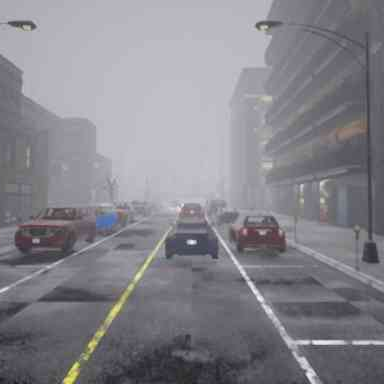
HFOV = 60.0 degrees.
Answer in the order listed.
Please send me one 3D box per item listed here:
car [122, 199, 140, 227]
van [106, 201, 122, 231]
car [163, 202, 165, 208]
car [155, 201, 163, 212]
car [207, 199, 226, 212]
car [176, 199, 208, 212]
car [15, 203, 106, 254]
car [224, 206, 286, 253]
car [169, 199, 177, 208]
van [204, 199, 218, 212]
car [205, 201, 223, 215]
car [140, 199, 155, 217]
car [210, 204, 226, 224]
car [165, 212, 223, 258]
[{"bbox_3d":[-5.675,1.611,25.444,2.192,1.841,5.009,1,-1,0],"label":"car"},{"bbox_3d":[-5.675,1.575,20.037,1.690,1.788,3.998,1,-1,0],"label":"van"},{"bbox_3d":[-5.686,2.217,57.882,2.008,1.369,4.403,1,-1,0],"label":"car"},{"bbox_3d":[-5.681,1.983,47.071,1.967,1.590,4.097,1,-1,0],"label":"car"},{"bbox_3d":[2.703,1.735,36.252,2.192,1.841,5.009,1,-1,0],"label":"car"},{"bbox_3d":[0.012,1.681,28.434,2.097,1.767,4.553,0,-1,0],"label":"car"},{"bbox_3d":[-5.674,1.486,14.631,2.192,1.841,5.009,1,-1,0],"label":"car"},{"bbox_3d":[2.704,1.612,14.624,1.967,1.590,4.097,1,-1,0],"label":"car"},{"bbox_3d":[-3.029,2.239,63.546,1.837,1.490,4.892,0,-1,0],"label":"car"},{"bbox_3d":[2.701,1.884,47.065,1.690,1.788,3.998,1,-1,0],"label":"van"},{"bbox_3d":[2.699,1.922,41.657,1.967,1.590,4.097,1,-1,0],"label":"car"},{"bbox_3d":[-5.677,1.734,36.258,2.192,1.841,5.009,1,-1,0],"label":"car"},{"bbox_3d":[2.700,1.847,25.435,2.008,1.369,4.403,1,-1,0],"label":"car"},{"bbox_3d":[0.013,1.722,13.477,1.994,1.385,4.181,0,-1,1],"label":"car"}]
